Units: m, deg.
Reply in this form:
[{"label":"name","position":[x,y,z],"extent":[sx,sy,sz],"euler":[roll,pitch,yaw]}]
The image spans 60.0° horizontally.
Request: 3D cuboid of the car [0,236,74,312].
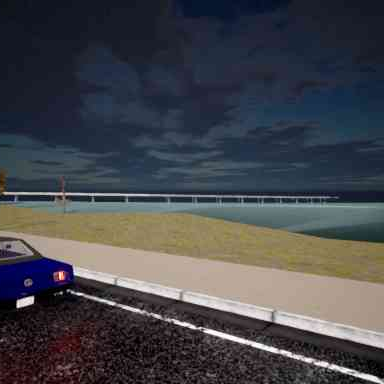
[{"label":"car","position":[-4.669,1.601,7.006],"extent":[4.718,1.301,1.895],"euler":[0,0,35]}]
